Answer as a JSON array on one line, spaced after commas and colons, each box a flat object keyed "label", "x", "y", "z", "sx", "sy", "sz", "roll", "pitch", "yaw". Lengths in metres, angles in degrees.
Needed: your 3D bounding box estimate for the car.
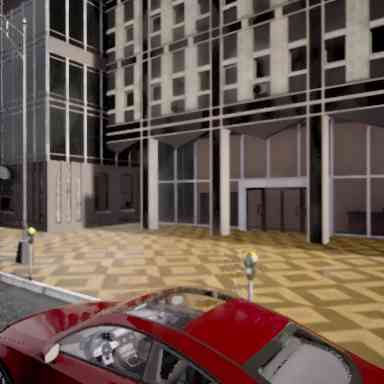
[{"label": "car", "x": -0.281, "y": 1.589, "z": 3.073, "sx": 4.206, "sy": 1.307, "sz": 1.802, "roll": 0, "pitch": 0, "yaw": 35}]
